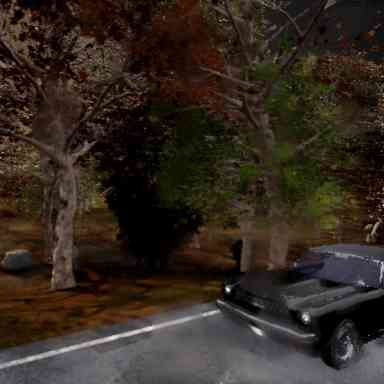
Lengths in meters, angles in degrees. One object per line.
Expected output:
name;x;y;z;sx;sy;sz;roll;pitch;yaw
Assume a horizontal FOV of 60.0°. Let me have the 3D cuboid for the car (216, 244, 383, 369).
car;2.731;1.678;5.917;4.718;1.301;1.895;2;-1;-35
